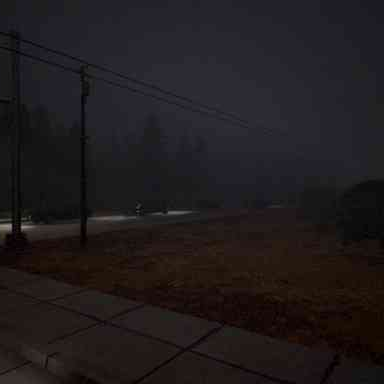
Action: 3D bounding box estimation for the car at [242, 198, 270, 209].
[{"bbox_3d":[8.395,1.466,43.049,1.895,1.301,4.718,0,0,37],"label":"car"}]

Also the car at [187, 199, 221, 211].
[{"bbox_3d":[1.523,1.510,39.971,1.895,1.301,4.718,0,0,37],"label":"car"}]

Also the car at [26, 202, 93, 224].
[{"bbox_3d":[-9.732,1.513,24.808,1.837,1.490,4.892,0,0,37],"label":"car"}]

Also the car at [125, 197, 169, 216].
[{"bbox_3d":[-4.327,1.312,32.097,2.097,1.767,4.553,0,0,37],"label":"car"}]
